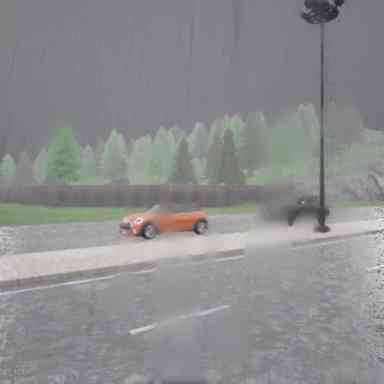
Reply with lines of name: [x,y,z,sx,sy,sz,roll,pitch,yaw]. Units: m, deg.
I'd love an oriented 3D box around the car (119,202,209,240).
car: [-1.380,1.334,17.081,4.553,1.767,2.097,0,0,-35]

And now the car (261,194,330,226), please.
car: [7.342,1.186,23.224,5.566,2.045,2.150,0,0,-35]
